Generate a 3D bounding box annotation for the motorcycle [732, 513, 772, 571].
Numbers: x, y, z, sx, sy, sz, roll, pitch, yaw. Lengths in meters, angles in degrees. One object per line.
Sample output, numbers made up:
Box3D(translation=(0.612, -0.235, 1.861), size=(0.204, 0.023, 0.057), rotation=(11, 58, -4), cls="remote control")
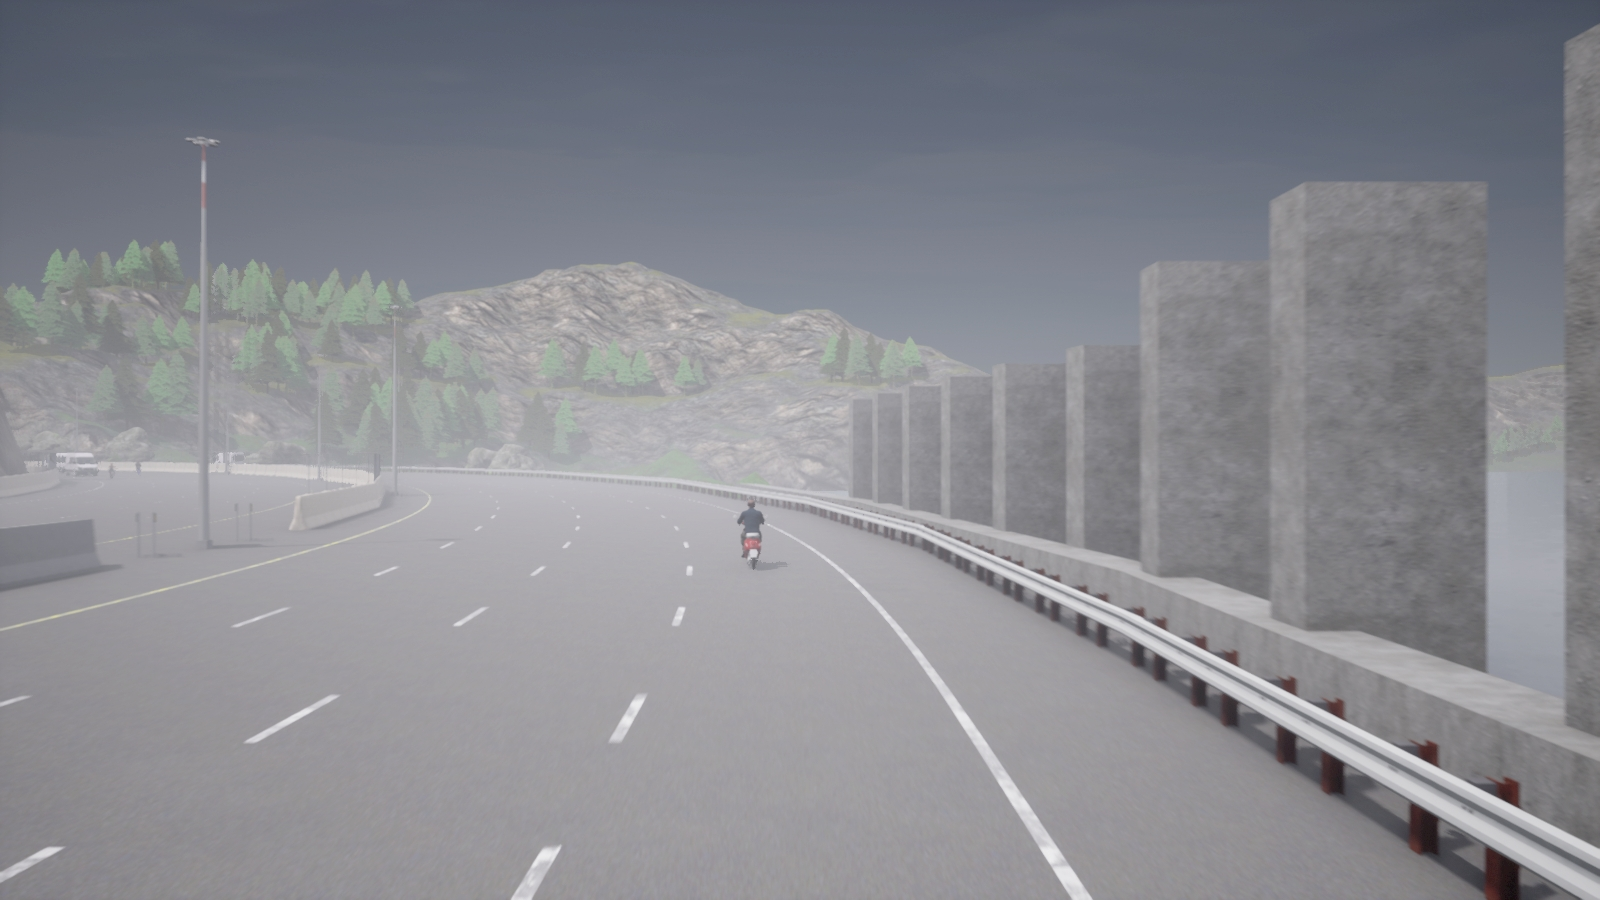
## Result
Box3D(translation=(-1.168, 2.186, 27.559), size=(0.856, 1.236, 1.805), rotation=(-1, 0, -5), cls="motorcycle")
